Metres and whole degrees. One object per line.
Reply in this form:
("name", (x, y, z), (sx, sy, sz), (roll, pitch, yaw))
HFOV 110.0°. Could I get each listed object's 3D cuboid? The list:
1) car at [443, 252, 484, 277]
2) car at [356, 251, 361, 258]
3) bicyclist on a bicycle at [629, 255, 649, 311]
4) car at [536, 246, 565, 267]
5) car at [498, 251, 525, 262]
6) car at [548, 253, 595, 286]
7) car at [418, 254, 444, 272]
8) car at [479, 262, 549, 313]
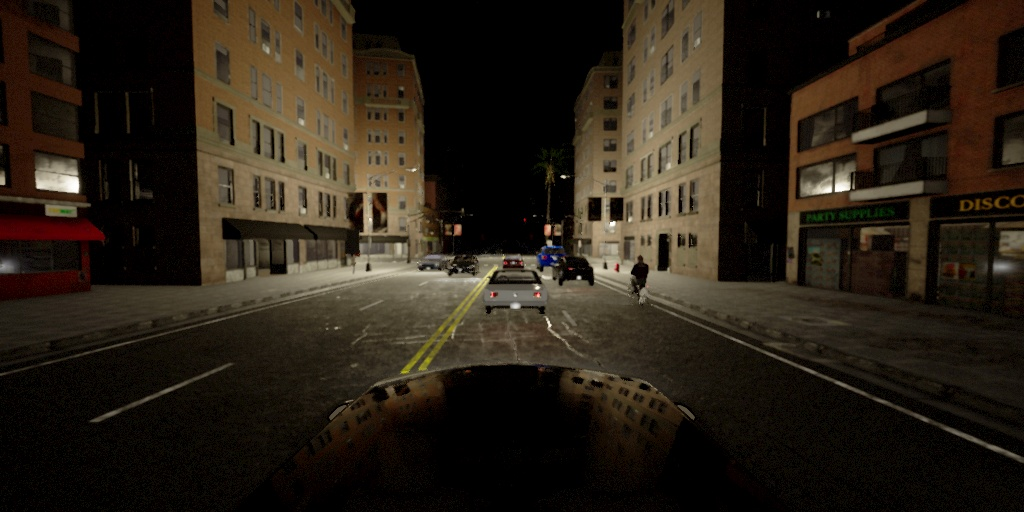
("car", (-3.323, 0.621, 25.379), (1.837, 1.490, 4.892), (0, 1, 0))
("car", (-23.877, -0.460, 50.383), (5.009, 1.841, 2.192), (0, 0, -9))
("bicyclist on a bicycle", (4.147, 0.846, 11.812), (0.659, 1.776, 1.843), (0, 2, 0))
("car", (3.259, 0.213, 29.982), (2.150, 2.045, 5.566), (0, 2, 0))
("car", (0.110, 0.529, 30.363), (2.033, 1.411, 5.357), (0, 2, 0))
("car", (3.310, 0.761, 20.043), (1.837, 1.490, 4.892), (0, 1, 0))
("car", (-6.540, 0.518, 30.763), (2.033, 1.411, 5.357), (0, 1, 1))
("car", (0.103, 1.064, 12.310), (1.895, 1.301, 4.718), (0, 2, 0))
